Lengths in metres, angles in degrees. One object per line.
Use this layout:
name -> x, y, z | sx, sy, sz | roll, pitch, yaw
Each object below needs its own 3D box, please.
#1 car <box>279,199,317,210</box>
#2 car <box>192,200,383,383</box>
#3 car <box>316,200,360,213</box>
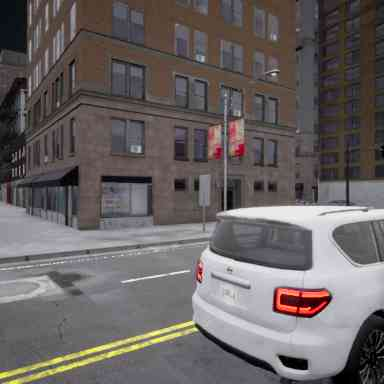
car -> 13.693, 1.582, 43.350 | 2.008, 1.369, 4.403 | 0, 0, -35
car -> 2.618, 1.222, 5.294 | 5.566, 2.045, 2.150 | 0, 0, -35
car -> 16.945, 1.597, 38.715 | 1.947, 1.339, 4.313 | 0, 0, -35
